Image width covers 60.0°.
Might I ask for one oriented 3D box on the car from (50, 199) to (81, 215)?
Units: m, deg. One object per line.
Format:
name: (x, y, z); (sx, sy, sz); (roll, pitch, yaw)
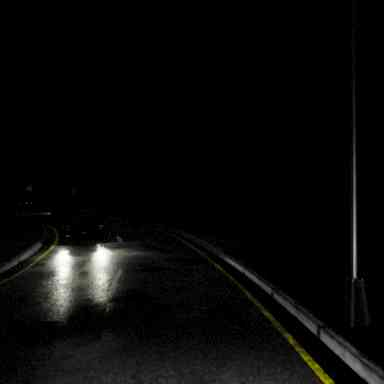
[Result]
car: (-11.359, 1.450, 30.457); (1.837, 1.490, 4.892); (1, -1, -43)

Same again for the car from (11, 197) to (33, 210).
car: (-20.447, 1.228, 38.333); (5.357, 1.411, 2.033); (2, 1, 35)

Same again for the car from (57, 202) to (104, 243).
car: (-5.539, 1.472, 16.470); (1.882, 1.535, 5.008); (1, 0, -22)
